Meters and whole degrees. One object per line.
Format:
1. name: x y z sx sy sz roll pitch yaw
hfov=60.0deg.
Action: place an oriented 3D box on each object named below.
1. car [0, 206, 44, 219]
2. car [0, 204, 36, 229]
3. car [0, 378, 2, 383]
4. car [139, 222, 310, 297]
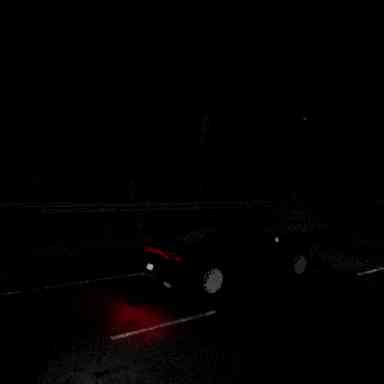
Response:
1. car: -9.043 1.536 14.735 4.674 1.442 1.812 1 0 -35
2. car: -12.506 1.543 20.864 4.674 1.442 1.812 1 0 -35
3. car: -3.453 1.484 1.281 4.892 1.490 1.837 1 -1 -36
4. car: 1.078 1.531 8.816 5.008 1.535 1.882 1 0 -36
